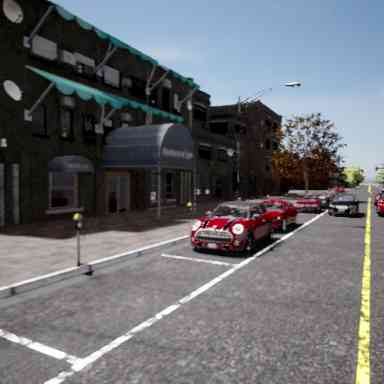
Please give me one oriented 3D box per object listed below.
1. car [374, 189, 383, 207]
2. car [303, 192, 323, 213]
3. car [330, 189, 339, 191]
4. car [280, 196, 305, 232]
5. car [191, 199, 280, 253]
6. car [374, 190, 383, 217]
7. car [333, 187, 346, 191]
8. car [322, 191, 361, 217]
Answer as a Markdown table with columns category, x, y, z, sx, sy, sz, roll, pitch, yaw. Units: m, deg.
| category | x | y | z | sx | sy | sz | roll | pitch | yaw |
| --- | --- | --- | --- | --- | --- | --- | --- | --- | --- |
| car | 20.676 | 0.580 | 35.507 | 2.097 | 1.767 | 4.553 | 2 | 2 | 29 |
| car | 9.408 | 0.900 | 26.592 | 1.802 | 1.307 | 4.206 | 1 | 2 | 28 |
| car | 14.638 | 0.683 | 36.377 | 1.802 | 1.307 | 4.206 | 1 | 2 | 28 |
| car | 4.178 | 1.080 | 16.807 | 1.887 | 1.381 | 4.507 | 1 | 2 | 28 |
| car | 1.563 | 1.084 | 11.912 | 1.967 | 1.590 | 4.097 | 1 | 2 | 28 |
| car | 14.727 | 0.830 | 24.279 | 2.097 | 1.767 | 4.553 | 2 | 2 | 27 |
| car | 22.486 | 0.091 | 51.046 | 2.192 | 1.841 | 5.009 | 1 | 2 | 28 |
| car | 11.128 | 0.913 | 24.232 | 2.128 | 1.511 | 4.902 | 2 | 2 | 28 |
